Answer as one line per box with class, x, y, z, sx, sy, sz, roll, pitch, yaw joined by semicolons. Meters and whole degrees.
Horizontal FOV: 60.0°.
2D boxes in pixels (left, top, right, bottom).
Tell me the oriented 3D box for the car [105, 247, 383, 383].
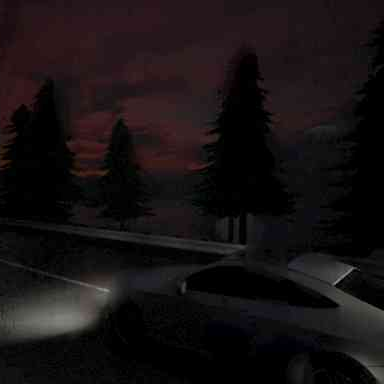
car;0.828;1.519;4.574;4.674;1.442;1.812;0;0;36
